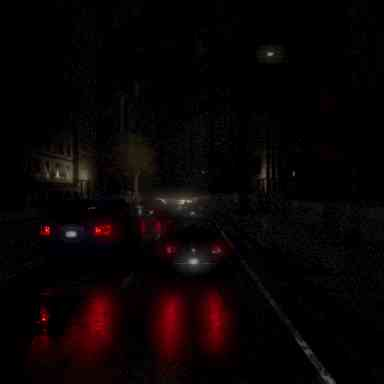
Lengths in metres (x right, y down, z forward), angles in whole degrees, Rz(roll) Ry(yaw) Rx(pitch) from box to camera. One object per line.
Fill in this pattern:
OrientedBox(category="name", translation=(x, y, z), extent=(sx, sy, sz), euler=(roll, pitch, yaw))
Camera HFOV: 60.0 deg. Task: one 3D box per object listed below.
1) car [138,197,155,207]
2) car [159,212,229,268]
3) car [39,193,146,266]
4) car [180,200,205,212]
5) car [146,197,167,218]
OrientedBox(category="car", translation=(-6.552, 1.368, 48.527), extent=(1.895, 1.301, 4.718), euler=(0, 0, 0))
OrientedBox(category="car", translation=(0.066, 1.560, 11.093), extent=(1.895, 1.301, 4.718), euler=(0, 0, 0))
OrientedBox(category="car", translation=(-3.181, 1.182, 11.506), extent=(2.150, 2.045, 5.566), euler=(0, 1, 0))
OrientedBox(category="car", translation=(0.078, 1.378, 27.514), extent=(2.128, 1.511, 4.902), euler=(0, 0, 0))
OrientedBox(category="car", translation=(-3.167, 1.407, 28.473), extent=(1.812, 1.442, 4.674), euler=(0, 0, 0))
